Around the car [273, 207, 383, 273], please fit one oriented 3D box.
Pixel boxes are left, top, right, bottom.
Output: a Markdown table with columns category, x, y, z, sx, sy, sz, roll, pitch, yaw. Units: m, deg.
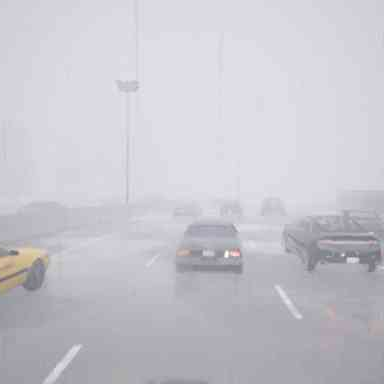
| category | x | y | z | sx | sy | sz | roll | pitch | yaw |
| --- | --- | --- | --- | --- | --- | --- | --- | --- | --- |
| car | 4.176 | 1.473 | 10.659 | 2.128 | 1.511 | 4.902 | 0 | 0 | 5 |

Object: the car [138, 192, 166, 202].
| category | x | y | z | sx | sy | sz | roll | pitch | yaw |
| --- | --- | --- | --- | --- | --- | --- | --- | --- | --- |
| car | -6.420 | 1.058 | 56.868 | 2.150 | 2.045 | 5.566 | 0 | 0 | 22 |

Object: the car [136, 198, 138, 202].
| category | x | y | z | sx | sy | sz | roll | pitch | yaw |
| --- | --- | --- | --- | --- | --- | --- | --- | --- | --- |
| car | -8.438 | 1.316 | 61.102 | 2.128 | 1.511 | 4.902 | 0 | 0 | 23 |

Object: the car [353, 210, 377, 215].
| category | x | y | z | sx | sy | sz | roll | pitch | yaw |
| --- | --- | --- | --- | --- | --- | --- | --- | --- | --- |
| car | 8.413 | 1.574 | 17.291 | 1.895 | 1.301 | 4.718 | 0 | 0 | 8 |

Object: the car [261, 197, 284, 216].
| category | x | y | z | sx | sy | sz | roll | pitch | yaw |
| --- | --- | --- | --- | --- | --- | --- | --- | --- | --- |
| car | 7.773 | 1.286 | 32.029 | 2.097 | 1.767 | 4.553 | 0 | 0 | 13 |

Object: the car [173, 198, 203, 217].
| category | x | y | z | sx | sy | sz | roll | pitch | yaw |
| --- | --- | --- | --- | --- | --- | --- | --- | --- | --- |
| car | -0.275 | 1.489 | 28.825 | 1.994 | 1.385 | 4.181 | 0 | 0 | 13 |

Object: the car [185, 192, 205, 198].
| category | x | y | z | sx | sy | sz | roll | pitch | yaw |
| --- | --- | --- | --- | --- | --- | --- | --- | --- | --- |
| car | 0.652 | 1.064 | 64.330 | 2.150 | 2.045 | 5.566 | 0 | 0 | 26 |

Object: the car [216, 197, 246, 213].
| category | x | y | z | sx | sy | sz | roll | pitch | yaw |
| --- | --- | --- | --- | --- | --- | --- | --- | --- | --- |
| car | 3.670 | 1.435 | 29.932 | 1.837 | 1.490 | 4.892 | 0 | 0 | 13 |

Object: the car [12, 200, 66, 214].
| category | x | y | z | sx | sy | sz | roll | pitch | yaw |
| --- | --- | --- | --- | --- | --- | --- | --- | --- | --- |
| car | -11.665 | 1.413 | 25.668 | 1.837 | 1.490 | 4.892 | 0 | 0 | 11 |

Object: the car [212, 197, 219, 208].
| category | x | y | z | sx | sy | sz | roll | pitch | yaw |
| --- | --- | --- | --- | --- | --- | --- | --- | --- | --- |
| car | 4.076 | 1.400 | 44.514 | 1.837 | 1.490 | 4.892 | 0 | 1 | 20 |

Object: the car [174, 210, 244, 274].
| category | x | y | z | sx | sy | sz | roll | pitch | yaw |
| --- | --- | --- | --- | --- | --- | --- | --- | --- | --- |
| car | 0.606 | 1.521 | 10.475 | 2.033 | 1.411 | 5.357 | 0 | 0 | 5 |

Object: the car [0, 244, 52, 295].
| category | x | y | z | sx | sy | sz | roll | pitch | yaw |
| --- | --- | --- | --- | --- | --- | --- | --- | --- | --- |
| car | -4.405 | 1.430 | 5.942 | 1.801 | 1.575 | 5.366 | 0 | 0 | 3 |

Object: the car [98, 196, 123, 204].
| category | x | y | z | sx | sy | sz | roll | pitch | yaw |
| --- | --- | --- | --- | --- | --- | --- | --- | --- | --- |
| car | -13.857 | 1.370 | 57.037 | 2.033 | 1.411 | 5.357 | 0 | 0 | 21 |
